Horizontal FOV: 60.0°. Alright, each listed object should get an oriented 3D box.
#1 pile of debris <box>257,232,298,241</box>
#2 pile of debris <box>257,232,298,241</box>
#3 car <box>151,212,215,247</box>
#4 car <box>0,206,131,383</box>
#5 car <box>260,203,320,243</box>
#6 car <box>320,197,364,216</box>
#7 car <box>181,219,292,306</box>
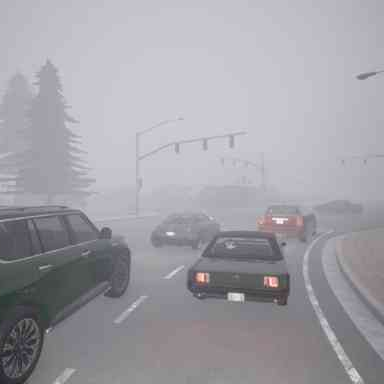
[{"bbox_3d":[4.191,2.147,16.147,1.500,0.140,1.860,0,0,29],"label":"pile of debris"},{"bbox_3d":[4.191,2.147,16.147,1.500,0.140,1.860,0,0,29],"label":"pile of debris"},{"bbox_3d":[-0.120,1.547,14.472,1.994,1.385,4.181,0,0,20],"label":"car"},{"bbox_3d":[-2.788,1.222,5.512,2.150,2.045,5.566,0,0,8],"label":"car"},{"bbox_3d":[4.810,1.322,16.388,2.097,1.767,4.553,0,0,27],"label":"car"},{"bbox_3d":[14.192,1.501,32.575,4.674,1.442,1.812,0,0,40],"label":"car"},{"bbox_3d":[1.330,1.589,8.113,1.895,1.301,4.718,0,0,14],"label":"car"}]
